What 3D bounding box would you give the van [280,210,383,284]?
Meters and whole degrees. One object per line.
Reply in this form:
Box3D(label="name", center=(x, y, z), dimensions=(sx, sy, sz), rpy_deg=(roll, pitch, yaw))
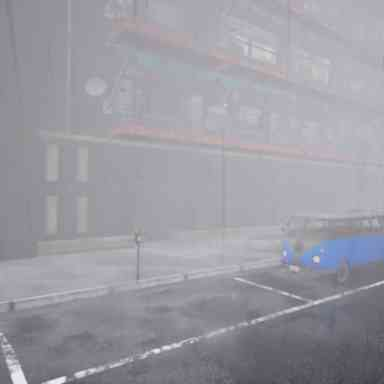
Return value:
Box3D(label="van", center=(4.305, 1.437, 9.625), dimensions=(3.998, 1.788, 1.690), rpy_deg=(1, 0, -35))
